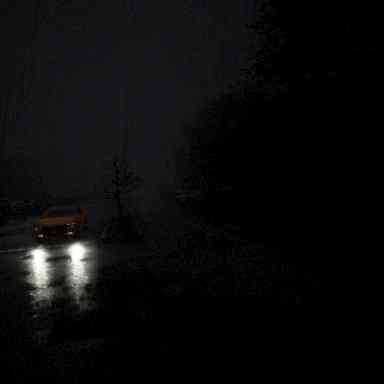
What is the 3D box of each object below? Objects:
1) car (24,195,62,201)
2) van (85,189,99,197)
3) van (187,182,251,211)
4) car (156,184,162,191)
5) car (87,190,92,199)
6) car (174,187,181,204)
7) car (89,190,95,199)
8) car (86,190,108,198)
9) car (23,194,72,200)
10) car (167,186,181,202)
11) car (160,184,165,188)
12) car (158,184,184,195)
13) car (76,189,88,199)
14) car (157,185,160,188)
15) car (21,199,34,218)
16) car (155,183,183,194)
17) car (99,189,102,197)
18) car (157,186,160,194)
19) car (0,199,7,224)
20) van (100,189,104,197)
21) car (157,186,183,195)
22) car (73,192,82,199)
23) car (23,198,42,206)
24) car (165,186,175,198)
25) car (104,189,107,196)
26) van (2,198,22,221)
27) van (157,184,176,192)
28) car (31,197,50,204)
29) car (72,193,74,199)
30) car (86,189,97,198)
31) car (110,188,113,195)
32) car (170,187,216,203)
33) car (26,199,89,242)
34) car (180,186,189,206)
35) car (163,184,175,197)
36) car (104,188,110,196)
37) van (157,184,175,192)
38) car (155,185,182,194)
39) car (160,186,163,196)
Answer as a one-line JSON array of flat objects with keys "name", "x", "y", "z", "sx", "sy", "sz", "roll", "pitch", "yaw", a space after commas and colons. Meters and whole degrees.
[{"name": "car", "x": -18.998, "y": 1.625, "z": 41.023, "sx": 4.674, "sy": 1.452, "sz": 2.002, "roll": -6, "pitch": 3, "yaw": -29}, {"name": "van", "x": -22.905, "y": 0.679, "z": 70.992, "sx": 4.442, "sy": 1.987, "sz": 1.878, "roll": -6, "pitch": 2, "yaw": -26}, {"name": "van", "x": 2.289, "y": 0.294, "z": 25.268, "sx": 4.442, "sy": 1.987, "sz": 1.878, "roll": -4, "pitch": 2, "yaw": -31}, {"name": "car", "x": -3.824, "y": -0.276, "z": 63.316, "sx": 5.008, "sy": 1.535, "sz": 2.097, "roll": -4, "pitch": 2, "yaw": -27}, {"name": "car", "x": -21.941, "y": 1.129, "z": 61.962, "sx": 4.892, "sy": 1.521, "sz": 2.231, "roll": -6, "pitch": 2, "yaw": -27}, {"name": "car", "x": 1.414, "y": 0.390, "z": 31.241, "sx": 5.366, "sy": 1.575, "sz": 1.946, "roll": -4, "pitch": 2, "yaw": -30}, {"name": "car", "x": -22.319, "y": 1.059, "z": 64.957, "sx": 5.008, "sy": 1.535, "sz": 2.097, "roll": -6, "pitch": 2, "yaw": -27}, {"name": "car", "x": -24.601, "y": 0.547, "z": 85.897, "sx": 5.008, "sy": 1.535, "sz": 2.097, "roll": -6, "pitch": 2, "yaw": -26}, {"name": "car", "x": -19.480, "y": 1.272, "z": 44.017, "sx": 5.566, "sy": 2.045, "sz": 2.435, "roll": -6, "pitch": 2, "yaw": -29}, {"name": "car", "x": 0.552, "y": 0.360, "z": 33.959, "sx": 5.366, "sy": 1.575, "sz": 1.946, "roll": -4, "pitch": 2, "yaw": -30}, {"name": "car", "x": -1.748, "y": -0.073, "z": 48.658, "sx": 4.553, "sy": 1.767, "sz": 2.185, "roll": -4, "pitch": 2, "yaw": -28}, {"name": "car", "x": -4.212, "y": -0.469, "z": 66.243, "sx": 4.553, "sy": 1.767, "sz": 2.185, "roll": -4, "pitch": 2, "yaw": -27}, {"name": "car", "x": -21.570, "y": 1.071, "z": 58.963, "sx": 4.553, "sy": 1.767, "sz": 2.185, "roll": -6, "pitch": 2, "yaw": -27}, {"name": "car", "x": -3.018, "y": -0.113, "z": 57.462, "sx": 4.792, "sy": 1.488, "sz": 2.163, "roll": -4, "pitch": 2, "yaw": -27}, {"name": "car", "x": -16.938, "y": 1.817, "z": 29.121, "sx": 4.892, "sy": 1.521, "sz": 2.231, "roll": -6, "pitch": 2, "yaw": -31}, {"name": "car", "x": -5.182, "y": -0.815, "z": 75.116, "sx": 5.566, "sy": 2.045, "sz": 2.435, "roll": -4, "pitch": 2, "yaw": -26}, {"name": "car", "x": -23.338, "y": 0.874, "z": 73.924, "sx": 4.792, "sy": 1.488, "sz": 2.163, "roll": -6, "pitch": 2, "yaw": -26}, {"name": "car", "x": -2.220, "y": -0.009, "z": 51.577, "sx": 5.008, "sy": 1.535, "sz": 2.097, "roll": -4, "pitch": 2, "yaw": -28}, {"name": "car", "x": -15.827, "y": 1.799, "z": 23.171, "sx": 4.553, "sy": 1.767, "sz": 2.185, "roll": -6, "pitch": 2, "yaw": -31}, {"name": "van", "x": -23.556, "y": 0.532, "z": 76.980, "sx": 4.442, "sy": 1.987, "sz": 1.878, "roll": -6, "pitch": 2, "yaw": -26}, {"name": "car", "x": -4.530, "y": -0.416, "z": 69.205, "sx": 4.892, "sy": 1.521, "sz": 2.231, "roll": -4, "pitch": 2, "yaw": -26}, {"name": "car", "x": -20.789, "y": 1.333, "z": 52.971, "sx": 5.008, "sy": 1.535, "sz": 2.097, "roll": -6, "pitch": 2, "yaw": -28}, {"name": "car", "x": -17.468, "y": 1.799, "z": 32.093, "sx": 4.674, "sy": 1.452, "sz": 2.002, "roll": -6, "pitch": 3, "yaw": -30}, {"name": "car", "x": -0.337, "y": 0.277, "z": 39.886, "sx": 4.674, "sy": 1.452, "sz": 2.002, "roll": -4, "pitch": 2, "yaw": -29}, {"name": "car", "x": -23.962, "y": 0.694, "z": 79.922, "sx": 5.008, "sy": 1.535, "sz": 2.097, "roll": -6, "pitch": 2, "yaw": -26}, {"name": "van", "x": -16.292, "y": 1.634, "z": 26.209, "sx": 4.442, "sy": 1.987, "sz": 1.878, "roll": -6, "pitch": 2, "yaw": -31}, {"name": "van", "x": -6.587, "y": -1.072, "z": 86.877, "sx": 4.442, "sy": 1.987, "sz": 1.878, "roll": -4, "pitch": 2, "yaw": -26}, {"name": "car", "x": -18.002, "y": 1.743, "z": 35.069, "sx": 4.674, "sy": 1.452, "sz": 2.002, "roll": -6, "pitch": 2, "yaw": -30}, {"name": "car", "x": -19.943, "y": 1.463, "z": 46.994, "sx": 5.008, "sy": 1.535, "sz": 2.097, "roll": -6, "pitch": 2, "yaw": -29}, {"name": "car", "x": -22.816, "y": 1.002, "z": 67.863, "sx": 5.366, "sy": 1.575, "sz": 1.946, "roll": -6, "pitch": 2, "yaw": -26}, {"name": "car", "x": -24.962, "y": 0.225, "z": 88.857, "sx": 5.566, "sy": 2.045, "sz": 2.435, "roll": -6, "pitch": 2, "yaw": -26}, {"name": "car", "x": 0.178, "y": 0.335, "z": 36.971, "sx": 4.674, "sy": 1.452, "sz": 2.002, "roll": -4, "pitch": 2, "yaw": -30}, {"name": "car", "x": -6.561, "y": 1.442, "z": 16.966, "sx": 1.882, "sy": 1.535, "sz": 5.008, "roll": -5, "pitch": 2, "yaw": -12}, {"name": "car", "x": 1.782, "y": 0.337, "z": 28.220, "sx": 4.553, "sy": 1.767, "sz": 2.185, "roll": -5, "pitch": 2, "yaw": -31}, {"name": "car", "x": -0.867, "y": 0.054, "z": 42.787, "sx": 4.553, "sy": 1.767, "sz": 2.185, "roll": -4, "pitch": 2, "yaw": -29}, {"name": "car", "x": -24.323, "y": 0.373, "z": 82.885, "sx": 5.566, "sy": 2.045, "sz": 2.435, "roll": -6, "pitch": 2, "yaw": -26}, {"name": "van", "x": -7.228, "y": -1.219, "z": 92.796, "sx": 4.442, "sy": 1.987, "sz": 1.878, "roll": -4, "pitch": 2, "yaw": -26}, {"name": "car", "x": -5.025, "y": -0.479, "z": 72.069, "sx": 5.366, "sy": 1.575, "sz": 1.946, "roll": -4, "pitch": 2, "yaw": -26}, {"name": "car", "x": -1.148, "y": 0.101, "z": 45.818, "sx": 5.366, "sy": 1.575, "sz": 1.946, "roll": -4, "pitch": 2, "yaw": -29}]
